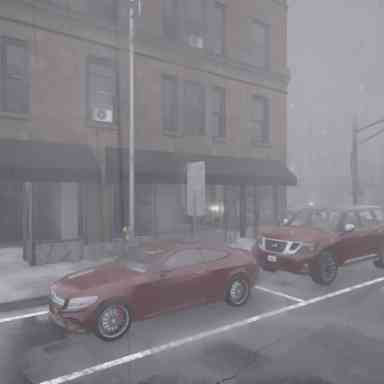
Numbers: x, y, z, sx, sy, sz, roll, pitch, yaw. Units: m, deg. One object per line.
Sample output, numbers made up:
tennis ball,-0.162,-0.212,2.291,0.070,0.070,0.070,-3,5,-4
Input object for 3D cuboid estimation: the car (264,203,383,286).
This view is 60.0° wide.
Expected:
car,4.008,1.314,9.618,5.009,1.841,2.192,0,0,-35

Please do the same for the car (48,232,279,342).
car,-0.491,1.582,6.414,4.206,1.307,1.802,0,0,-35

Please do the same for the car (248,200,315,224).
car,6.813,1.486,25.884,1.882,1.535,5.008,0,0,-35
